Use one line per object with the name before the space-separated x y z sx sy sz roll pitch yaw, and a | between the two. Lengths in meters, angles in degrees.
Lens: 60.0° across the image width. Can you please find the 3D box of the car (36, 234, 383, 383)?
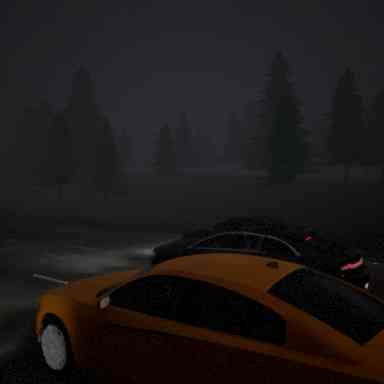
car | 0.155 1.482 3.882 5.008 1.535 1.882 0 0 36

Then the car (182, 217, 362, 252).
car | 1.190 1.498 7.442 4.902 1.511 2.128 0 0 36

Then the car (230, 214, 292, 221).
car | 1.778 1.514 11.322 4.892 1.490 1.837 0 0 36
